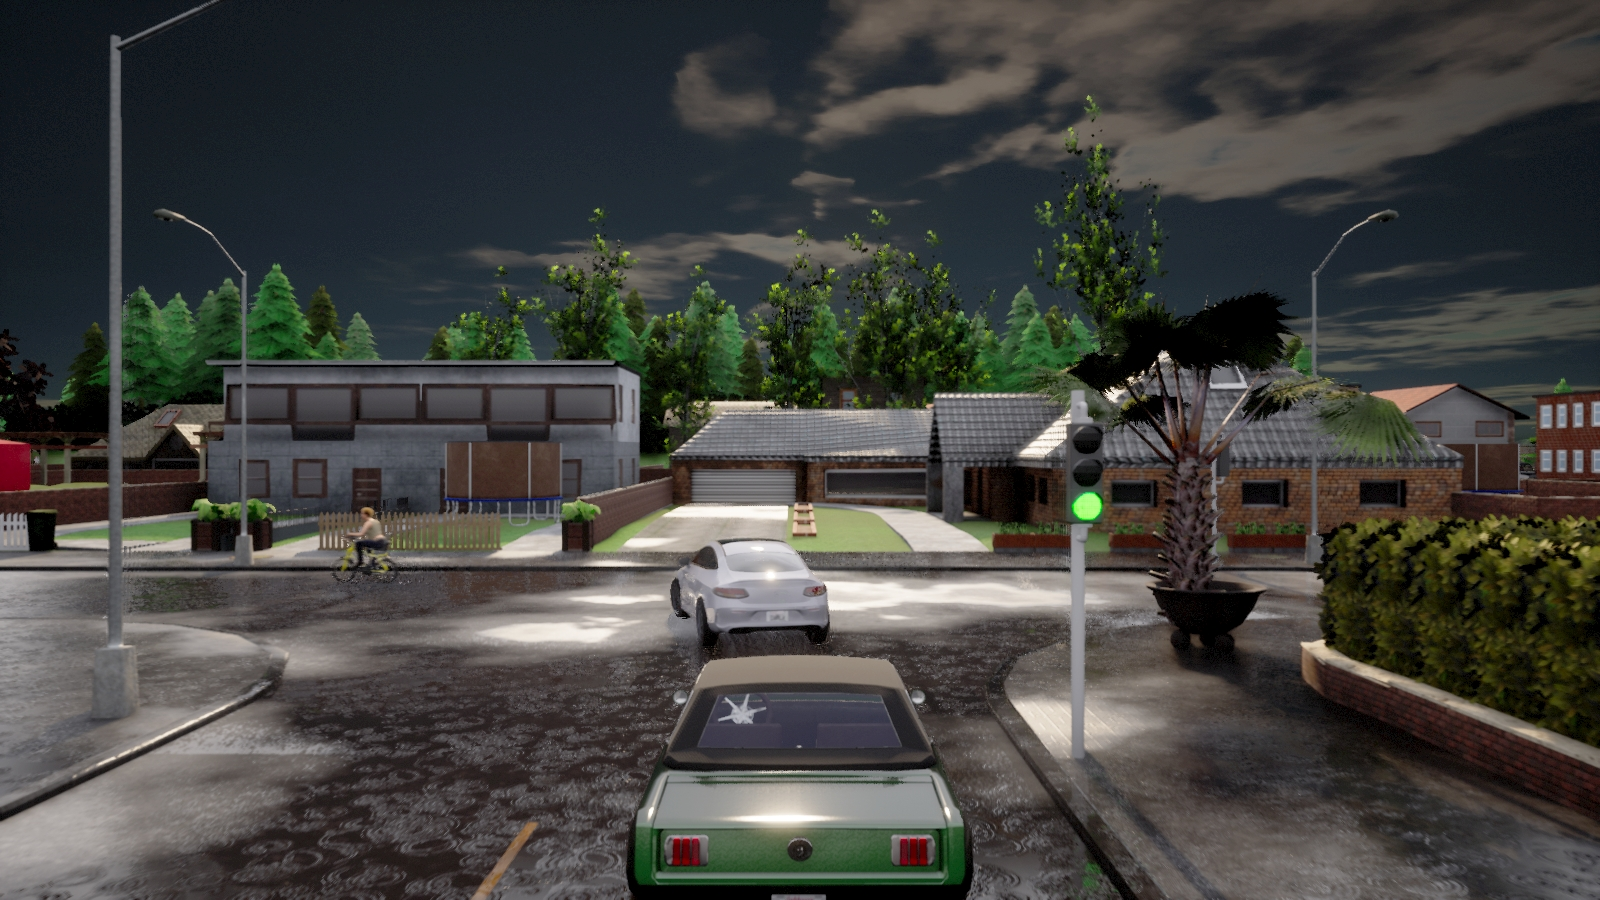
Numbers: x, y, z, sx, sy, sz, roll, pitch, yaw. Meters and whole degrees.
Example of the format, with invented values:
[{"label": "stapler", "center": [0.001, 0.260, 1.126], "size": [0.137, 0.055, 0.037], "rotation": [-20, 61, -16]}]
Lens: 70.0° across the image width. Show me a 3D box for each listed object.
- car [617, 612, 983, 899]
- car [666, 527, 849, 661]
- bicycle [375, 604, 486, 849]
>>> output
[{"label": "car", "center": [-0.005, 2.155, 8.265], "size": [1.895, 1.301, 4.718], "rotation": [0, 0, 0]}, {"label": "car", "center": [-0.822, 2.081, 17.684], "size": [2.002, 1.442, 4.674], "rotation": [0, 0, -13]}, {"label": "bicycle", "center": [-2.842, 2.060, 8.915], "size": [0.329, 1.471, 1.835], "rotation": [0, 0, -2]}]
